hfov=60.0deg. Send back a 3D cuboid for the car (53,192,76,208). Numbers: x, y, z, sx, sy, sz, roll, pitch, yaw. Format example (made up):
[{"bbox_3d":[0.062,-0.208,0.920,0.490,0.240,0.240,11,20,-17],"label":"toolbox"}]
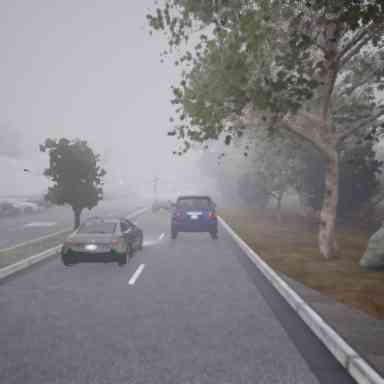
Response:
[{"bbox_3d":[-16.780,1.148,39.974,4.792,1.488,2.163,-1,1,-20],"label":"car"}]

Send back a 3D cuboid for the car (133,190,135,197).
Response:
[{"bbox_3d":[-16.754,0.720,78.971,4.674,1.452,2.002,-1,1,-20],"label":"car"}]

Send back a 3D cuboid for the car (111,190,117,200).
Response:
[{"bbox_3d":[-16.759,0.713,60.969,4.553,1.767,2.185,-1,1,-20],"label":"car"}]

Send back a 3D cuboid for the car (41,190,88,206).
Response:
[{"bbox_3d":[-16.783,0.821,42.973,5.566,2.045,2.435,-1,1,-20],"label":"car"}]

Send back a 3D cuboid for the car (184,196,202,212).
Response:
[{"bbox_3d":[0.109,1.204,35.632,1.837,1.490,4.892,0,1,0],"label":"car"}]

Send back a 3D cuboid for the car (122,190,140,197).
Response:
[{"bbox_3d":[-16.610,0.457,91.016,4.553,1.767,2.185,-1,1,-19],"label":"car"}]

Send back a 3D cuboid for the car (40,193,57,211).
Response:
[{"bbox_3d":[-16.804,1.216,33.958,5.008,1.535,2.097,-1,1,-20],"label":"car"}]

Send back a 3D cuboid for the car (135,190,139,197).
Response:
[{"bbox_3d":[-16.774,0.405,81.965,5.566,2.045,2.435,-1,1,-20],"label":"car"}]

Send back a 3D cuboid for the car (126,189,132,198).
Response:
[{"bbox_3d":[-16.805,0.478,72.952,5.566,2.045,2.435,-1,1,-20],"label":"car"}]

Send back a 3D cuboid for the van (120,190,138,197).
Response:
[{"bbox_3d":[-16.585,0.379,88.038,4.442,1.987,1.878,-1,0,-19],"label":"van"}]

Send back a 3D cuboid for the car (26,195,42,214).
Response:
[{"bbox_3d":[-16.817,1.303,30.958,4.674,1.452,2.002,-1,1,-20],"label":"car"}]

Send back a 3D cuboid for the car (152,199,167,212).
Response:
[{"bbox_3d":[-2.898,1.327,33.974,1.895,1.301,4.718,0,1,0],"label":"car"}]

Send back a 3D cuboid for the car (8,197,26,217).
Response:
[{"bbox_3d":[-16.849,1.181,27.946,4.553,1.767,2.185,-1,1,-20],"label":"car"}]

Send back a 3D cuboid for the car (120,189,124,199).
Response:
[{"bbox_3d":[-16.790,0.782,66.966,4.892,1.521,2.231,-1,0,-20],"label":"car"}]

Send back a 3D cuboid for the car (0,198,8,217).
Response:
[{"bbox_3d":[-16.822,1.389,24.959,4.674,1.452,2.002,-1,0,-20],"label":"car"}]

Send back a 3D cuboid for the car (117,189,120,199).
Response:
[{"bbox_3d":[-16.819,0.684,63.955,4.553,1.767,2.185,-1,0,-20],"label":"car"}]

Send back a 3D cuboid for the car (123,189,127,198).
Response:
[{"bbox_3d":[-16.805,0.784,69.951,4.792,1.488,2.163,-1,1,-20],"label":"car"}]

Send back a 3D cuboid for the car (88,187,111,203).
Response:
[{"bbox_3d":[-16.820,0.656,54.942,5.566,2.045,2.435,-1,1,-20],"label":"car"}]

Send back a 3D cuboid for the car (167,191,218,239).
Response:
[{"bbox_3d":[0.105,1.157,17.234,2.150,2.045,5.566,0,0,0],"label":"car"}]

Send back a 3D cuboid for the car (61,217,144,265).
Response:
[{"bbox_3d":[-2.897,1.537,11.554,1.994,1.385,4.181,0,0,0],"label":"car"}]
